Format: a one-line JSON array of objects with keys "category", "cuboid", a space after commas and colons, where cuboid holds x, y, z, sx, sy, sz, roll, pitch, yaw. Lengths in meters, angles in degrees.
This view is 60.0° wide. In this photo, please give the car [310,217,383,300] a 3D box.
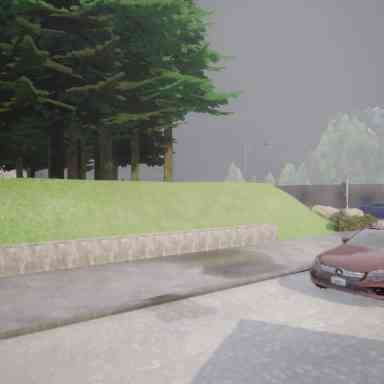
[{"category": "car", "cuboid": [4.836, 1.526, 7.995, 4.674, 1.442, 1.812, 0, 0, -35]}]

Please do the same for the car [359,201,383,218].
[{"category": "car", "cuboid": [15.605, 1.478, 25.905, 1.882, 1.535, 5.008, 0, 0, -33]}]
